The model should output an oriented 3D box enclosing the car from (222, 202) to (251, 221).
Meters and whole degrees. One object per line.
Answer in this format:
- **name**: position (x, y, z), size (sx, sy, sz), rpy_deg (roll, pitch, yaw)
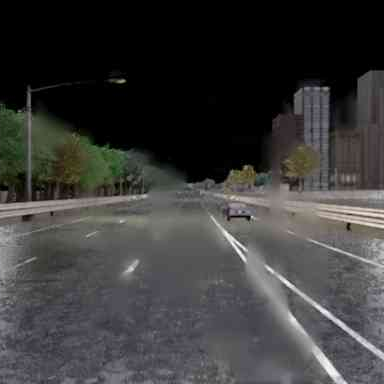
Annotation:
- **car**: position (3.510, 1.503, 26.833), size (2.033, 1.411, 5.357), rpy_deg (0, 0, 0)
